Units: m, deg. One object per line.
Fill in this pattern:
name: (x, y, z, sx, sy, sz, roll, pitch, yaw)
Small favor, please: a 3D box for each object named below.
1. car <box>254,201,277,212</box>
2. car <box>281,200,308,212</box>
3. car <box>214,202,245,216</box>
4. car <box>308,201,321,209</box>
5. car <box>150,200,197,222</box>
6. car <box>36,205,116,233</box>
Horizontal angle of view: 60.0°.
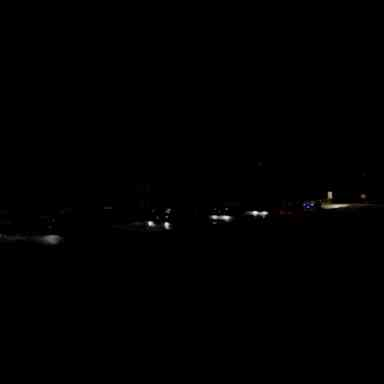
car: (9.925, 1.915, 44.823, 1.994, 1.385, 4.181, 0, -1, 35)
car: (13.639, 1.847, 45.168, 2.128, 1.511, 4.902, 0, -1, 35)
car: (4.177, 1.785, 36.578, 1.812, 1.442, 4.674, 0, -1, 35)
car: (19.310, 2.045, 53.450, 1.895, 1.301, 4.718, 0, -1, 35)
car: (-1.487, 1.520, 28.402, 2.097, 1.767, 4.553, 0, -1, 35)
car: (-6.985, 1.555, 20.454, 1.882, 1.535, 5.008, 0, -1, 35)
